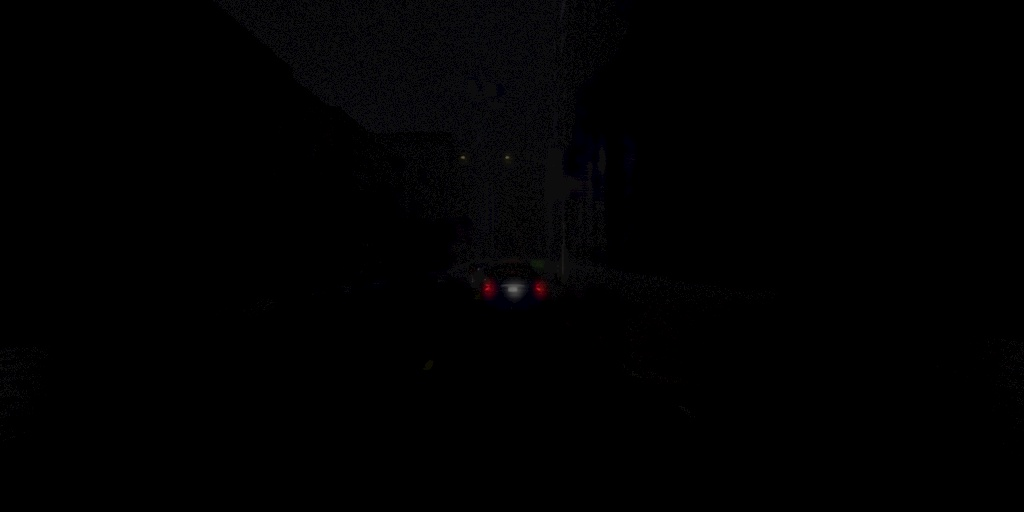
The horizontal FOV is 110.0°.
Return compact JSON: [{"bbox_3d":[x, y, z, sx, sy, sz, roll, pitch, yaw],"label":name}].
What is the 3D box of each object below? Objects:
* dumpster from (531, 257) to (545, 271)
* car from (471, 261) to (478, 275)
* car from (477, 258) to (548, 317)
[{"bbox_3d":[3.139,1.026,43.192,1.020,1.700,1.940,0,0,0],"label":"dumpster"},{"bbox_3d":[-3.089,1.213,37.133,1.994,1.385,4.181,0,0,0],"label":"car"},{"bbox_3d":[0.091,1.063,13.046,2.097,1.767,4.553,0,0,0],"label":"car"}]
